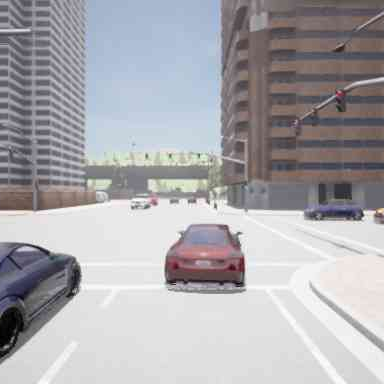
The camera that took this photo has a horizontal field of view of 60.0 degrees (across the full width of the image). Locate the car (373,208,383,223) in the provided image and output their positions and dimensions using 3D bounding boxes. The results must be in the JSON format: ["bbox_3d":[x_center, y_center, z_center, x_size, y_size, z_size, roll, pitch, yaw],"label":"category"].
[{"bbox_3d":[15.517,1.397,23.771,4.553,1.767,2.097,0,0,0],"label":"car"}]

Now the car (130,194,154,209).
[{"bbox_3d":[-7.096,1.308,46.292,2.150,2.045,5.566,0,0,0],"label":"car"}]

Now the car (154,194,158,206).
[{"bbox_3d":[-7.062,1.328,56.712,2.150,2.045,5.566,0,0,1],"label":"car"}]

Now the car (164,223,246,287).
[{"bbox_3d":[0.504,1.582,9.524,1.994,1.385,4.181,0,0,7],"label":"car"}]

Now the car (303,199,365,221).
[{"bbox_3d":[11.541,1.403,27.352,4.553,1.767,2.097,0,0,2],"label":"car"}]

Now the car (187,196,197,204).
[{"bbox_3d":[-0.002,1.620,67.541,2.128,1.511,4.902,0,0,0],"label":"car"}]

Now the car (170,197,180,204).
[{"bbox_3d":[-3.470,1.671,66.079,2.033,1.411,5.357,0,0,0],"label":"car"}]

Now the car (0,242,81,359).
[{"bbox_3d":[-3.487,1.576,5.954,1.994,1.385,4.181,0,0,-1],"label":"car"}]
